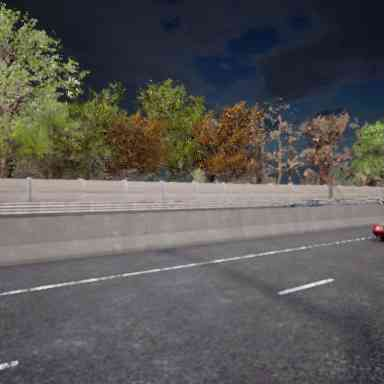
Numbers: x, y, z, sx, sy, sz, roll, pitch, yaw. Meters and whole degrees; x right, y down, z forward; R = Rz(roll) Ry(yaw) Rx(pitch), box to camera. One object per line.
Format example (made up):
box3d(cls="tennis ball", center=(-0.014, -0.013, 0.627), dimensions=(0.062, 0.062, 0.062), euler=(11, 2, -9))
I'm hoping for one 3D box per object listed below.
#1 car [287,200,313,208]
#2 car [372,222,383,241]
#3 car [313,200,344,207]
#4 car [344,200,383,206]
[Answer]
box3d(cls="car", center=(13.624, 1.662, 39.476), dimensions=(5.357, 1.411, 2.033), euler=(0, 0, -35))
box3d(cls="car", center=(10.469, 1.653, 15.504), dimensions=(4.718, 1.301, 1.895), euler=(0, 0, -35))
box3d(cls="car", center=(16.127, 1.608, 36.959), dimensions=(4.902, 1.511, 2.128), euler=(0, 0, -35))
box3d(cls="car", center=(17.948, 1.620, 33.960), dimensions=(4.892, 1.490, 1.837), euler=(0, 0, -35))
